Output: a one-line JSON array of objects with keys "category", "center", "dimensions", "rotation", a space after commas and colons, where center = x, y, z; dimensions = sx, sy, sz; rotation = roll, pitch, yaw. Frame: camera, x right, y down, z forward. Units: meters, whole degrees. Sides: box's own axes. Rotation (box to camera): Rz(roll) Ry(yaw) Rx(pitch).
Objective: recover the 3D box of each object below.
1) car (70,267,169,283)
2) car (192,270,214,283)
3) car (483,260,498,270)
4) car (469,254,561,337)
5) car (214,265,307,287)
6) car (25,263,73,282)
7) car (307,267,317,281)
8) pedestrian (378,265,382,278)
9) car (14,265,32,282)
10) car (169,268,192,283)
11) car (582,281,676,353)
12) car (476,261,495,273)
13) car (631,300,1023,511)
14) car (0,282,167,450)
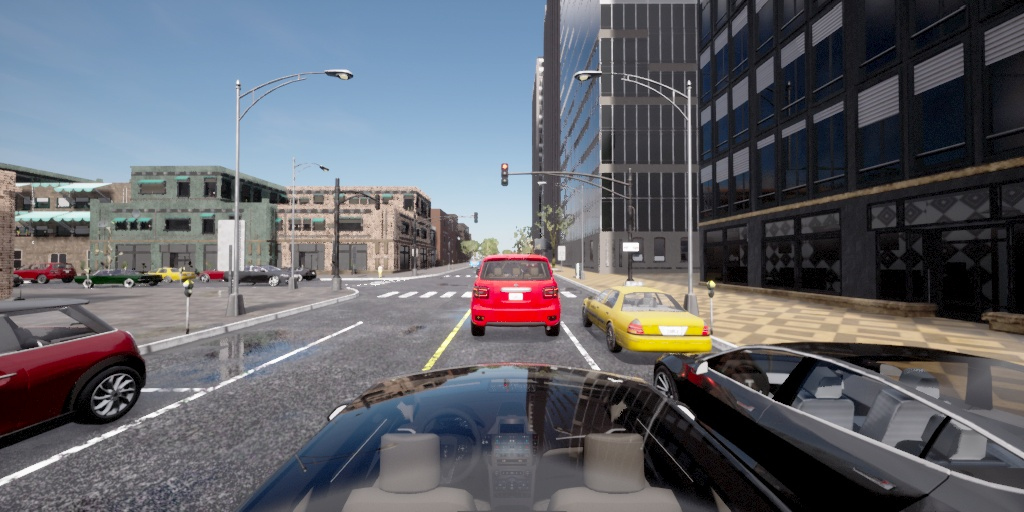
[{"category": "car", "center": [-28.092, 1.586, 25.766], "dimensions": [4.718, 1.301, 1.895], "rotation": [-1, -1, 1]}, {"category": "car", "center": [-25.025, 1.487, 31.517], "dimensions": [4.097, 1.591, 1.967], "rotation": [0, 0, 1]}, {"category": "car", "center": [-3.212, 1.313, 54.609], "dimensions": [2.033, 1.411, 5.357], "rotation": [0, 0, 0]}, {"category": "car", "center": [0.081, 0.974, 10.479], "dimensions": [2.150, 2.045, 5.566], "rotation": [0, 0, 0]}, {"category": "car", "center": [-17.889, 1.379, 25.676], "dimensions": [4.902, 1.511, 2.128], "rotation": [-1, -1, 2]}, {"category": "car", "center": [-41.668, 1.521, 31.693], "dimensions": [5.009, 1.841, 2.192], "rotation": [0, 0, 1]}, {"category": "car", "center": [-19.477, 1.560, 31.458], "dimensions": [4.313, 1.339, 1.948], "rotation": [0, 0, 1]}, {"category": "pedestrian", "center": [-12.616, 1.397, 34.339], "dimensions": [0.375, 1.300, 0.375], "rotation": [0, 0, 1]}, {"category": "car", "center": [-38.505, 1.589, 25.890], "dimensions": [4.892, 1.490, 1.837], "rotation": [-1, -1, 1]}, {"category": "car", "center": [-30.743, 1.626, 31.577], "dimensions": [4.829, 1.417, 1.751], "rotation": [0, 0, 1]}, {"category": "car", "center": [2.813, 1.277, 8.605], "dimensions": [1.751, 1.417, 4.829], "rotation": [0, 0, 0]}, {"category": "car", "center": [-3.192, 1.310, 43.986], "dimensions": [2.033, 1.411, 5.357], "rotation": [0, 0, 0]}, {"category": "car", "center": [2.655, 1.316, 2.791], "dimensions": [1.948, 1.339, 4.313], "rotation": [0, 0, 0]}, {"category": "car", "center": [-5.692, 1.190, 2.827], "dimensions": [1.967, 1.591, 4.097], "rotation": [0, 0, 0]}]
